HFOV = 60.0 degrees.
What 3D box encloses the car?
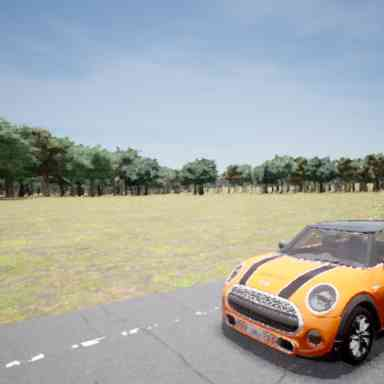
[{"bbox_3d":[2.704,1.330,5.907,4.553,1.767,2.097,0,0,-35],"label":"car"}]
